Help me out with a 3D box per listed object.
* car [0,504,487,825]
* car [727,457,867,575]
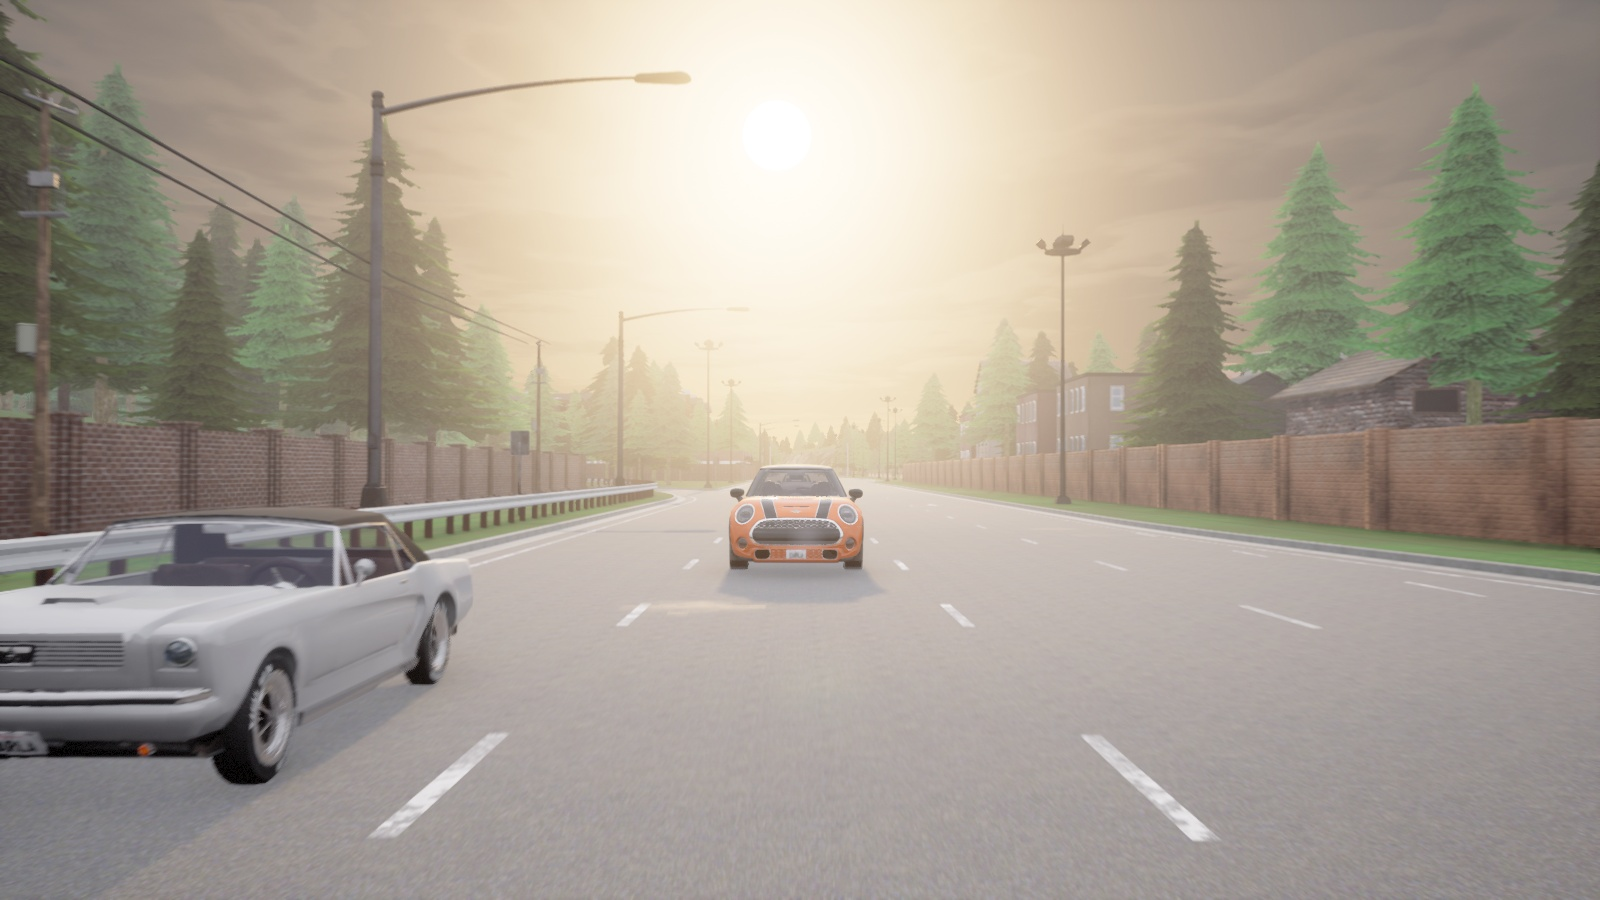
[{"bbox_3d":[-3.519,1.062,7.965,1.895,1.301,4.718,0,-1,0],"label":"car"},{"bbox_3d":[-0.052,1.026,21.160,2.097,1.767,4.553,0,-1,0],"label":"car"}]
